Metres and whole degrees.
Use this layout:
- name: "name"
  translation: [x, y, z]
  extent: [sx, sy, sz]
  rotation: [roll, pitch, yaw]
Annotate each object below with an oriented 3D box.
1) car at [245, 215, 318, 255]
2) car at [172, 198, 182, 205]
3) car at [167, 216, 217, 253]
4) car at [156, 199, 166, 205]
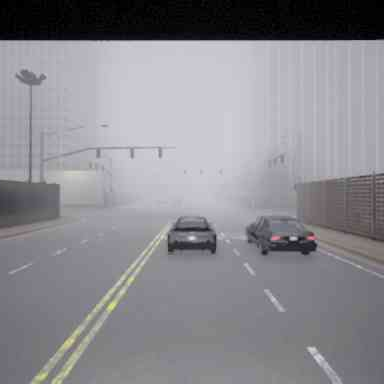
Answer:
- name: "car"
  translation: [3.504, 1.681, 13.990]
  extent: [2.033, 1.411, 5.357]
  rotation: [0, -1, 0]
- name: "car"
  translation: [-3.483, 2.075, 76.198]
  extent: [2.097, 1.767, 4.553]
  rotation: [0, -1, 0]
- name: "car"
  translation: [0.007, 1.701, 14.323]
  extent: [1.994, 1.385, 4.181]
  rotation: [0, 0, 0]
- name: "car"
  translation: [-6.983, 2.273, 76.162]
  extent: [1.994, 1.385, 4.181]
  rotation: [0, -1, 0]
